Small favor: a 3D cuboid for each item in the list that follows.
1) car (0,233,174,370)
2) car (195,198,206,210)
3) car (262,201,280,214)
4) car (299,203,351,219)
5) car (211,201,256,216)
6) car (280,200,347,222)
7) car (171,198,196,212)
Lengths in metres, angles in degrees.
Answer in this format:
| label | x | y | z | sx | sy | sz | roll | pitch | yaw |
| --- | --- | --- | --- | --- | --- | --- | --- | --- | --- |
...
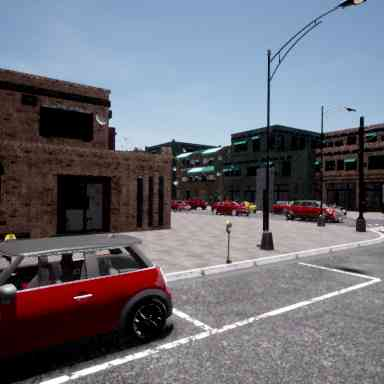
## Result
| label | x | y | z | sx | sy | sz | roll | pitch | yaw |
| --- | --- | --- | --- | --- | --- | --- | --- | --- | --- |
| car | -2.383 | 1.440 | 4.844 | 4.097 | 1.590 | 1.967 | 0 | 1 | -36 |
| car | 0.307 | 1.772 | 50.911 | 2.192 | 1.841 | 5.009 | 0 | -1 | -35 |
| car | 9.803 | 1.739 | 37.239 | 1.967 | 1.590 | 4.097 | 0 | -1 | -35 |
| car | 12.967 | 1.811 | 32.681 | 1.947 | 1.339 | 4.313 | 0 | -1 | -35 |
| car | 4.073 | 1.701 | 35.347 | 1.882 | 1.535 | 5.008 | 1 | -1 | -35 |
| car | 9.901 | 1.479 | 27.005 | 2.097 | 1.767 | 4.553 | 1 | -1 | -35 |
| car | -1.870 | 1.849 | 43.913 | 1.812 | 1.442 | 4.674 | 1 | -1 | -35 |
